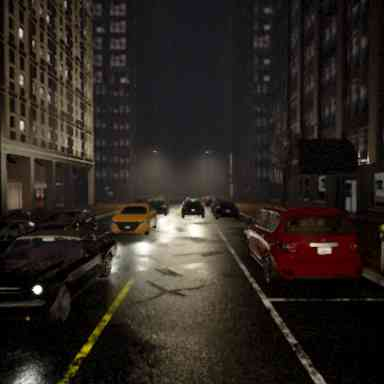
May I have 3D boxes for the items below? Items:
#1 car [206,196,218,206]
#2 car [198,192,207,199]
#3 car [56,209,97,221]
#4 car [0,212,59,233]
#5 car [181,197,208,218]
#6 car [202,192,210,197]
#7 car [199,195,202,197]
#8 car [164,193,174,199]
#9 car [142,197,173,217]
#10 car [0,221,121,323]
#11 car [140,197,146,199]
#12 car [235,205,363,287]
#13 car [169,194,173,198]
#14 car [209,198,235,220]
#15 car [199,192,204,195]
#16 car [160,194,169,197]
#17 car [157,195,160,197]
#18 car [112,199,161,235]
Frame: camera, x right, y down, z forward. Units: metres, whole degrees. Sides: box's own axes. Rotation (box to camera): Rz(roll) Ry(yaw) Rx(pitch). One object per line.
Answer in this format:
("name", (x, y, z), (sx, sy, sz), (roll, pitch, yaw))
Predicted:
("car", (2.668, 1.392, 32.366), (2.008, 1.369, 4.403), (-1, 0, 0))
("car", (2.647, 0.866, 83.434), (2.192, 1.841, 5.009), (-1, 0, 0))
("car", (-5.675, 1.491, 15.404), (1.947, 1.339, 4.313), (-1, 0, 0))
("car", (-5.843, 1.519, 9.730), (1.947, 1.339, 4.313), (-1, 0, 0))
("car", (0.090, 1.422, 28.868), (1.994, 1.385, 4.181), (0, 0, 0))
("car", (2.662, 1.222, 43.714), (1.967, 1.590, 4.097), (-1, 0, 0))
("car", (0.077, 1.377, 44.843), (1.895, 1.301, 4.718), (0, 0, 0))
("car", (-5.730, 1.101, 83.490), (2.008, 1.369, 4.403), (-1, 0, 0))
("car", (-3.071, 1.419, 29.130), (1.994, 1.385, 4.181), (0, 0, 0))
("car", (-3.071, 1.566, 7.233), (1.895, 1.301, 4.718), (0, 0, 0))
("car", (-5.681, 1.393, 38.099), (1.802, 1.307, 4.206), (-1, 0, 0))
("car", (2.710, 1.271, 9.182), (2.192, 1.841, 5.009), (-1, 0, 0))
("car", (-5.727, 1.169, 72.142), (2.008, 1.369, 4.403), (-1, 0, 0))
("car", (2.669, 1.435, 26.693), (1.947, 1.339, 4.313), (-1, 0, 0))
("car", (2.656, 1.126, 60.738), (1.967, 1.590, 4.097), (-1, 0, 0))
("car", (-5.707, 1.211, 60.624), (1.752, 1.417, 4.829), (-1, 0, 0))
("car", (-5.683, 1.347, 43.772), (1.947, 1.339, 4.313), (-1, 0, 0))
("car", (-3.029, 1.389, 18.207), (1.882, 1.535, 5.008), (0, 0, 0))
